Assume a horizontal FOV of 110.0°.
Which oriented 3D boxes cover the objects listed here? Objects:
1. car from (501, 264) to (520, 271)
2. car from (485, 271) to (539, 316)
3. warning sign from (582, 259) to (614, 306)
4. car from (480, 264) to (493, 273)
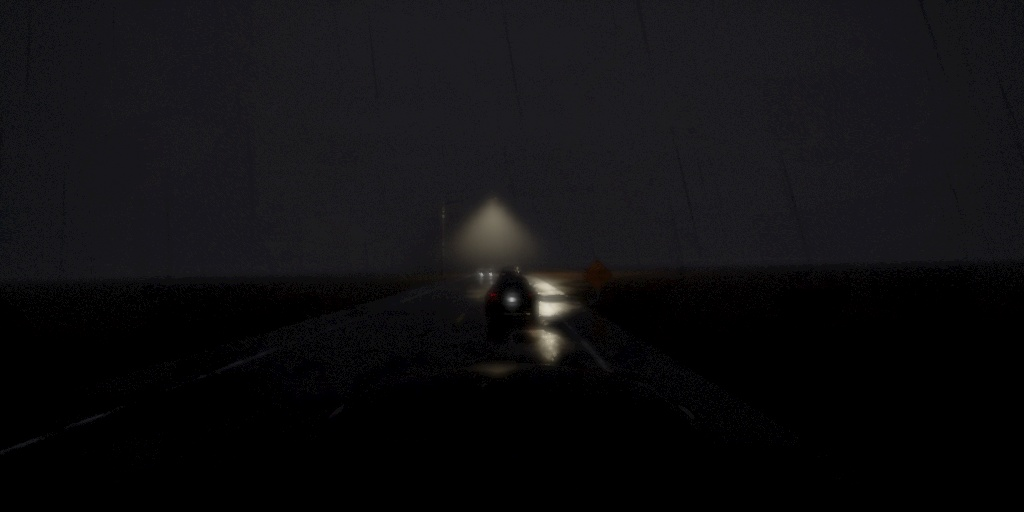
[{"bbox_3d":[-0.108,1.621,29.199,2.128,1.511,4.902,0,-1,0],"label":"car"},{"bbox_3d":[0.006,1.486,14.226,1.994,1.385,4.181,0,-1,0],"label":"car"},{"bbox_3d":[3.514,1.042,14.699,1.300,1.860,1.060,0,0,0],"label":"warning sign"},{"bbox_3d":[-4.172,2.068,59.181,1.837,1.490,4.892,0,-1,-1],"label":"car"}]
